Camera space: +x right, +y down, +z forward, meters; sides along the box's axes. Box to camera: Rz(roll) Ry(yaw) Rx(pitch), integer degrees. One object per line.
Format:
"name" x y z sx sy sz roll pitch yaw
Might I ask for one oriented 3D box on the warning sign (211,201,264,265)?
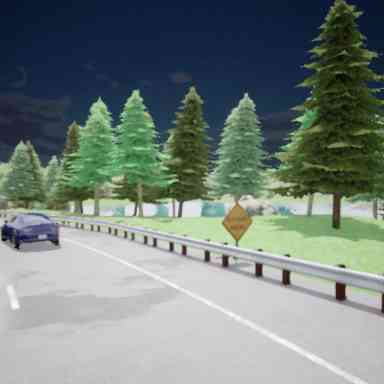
"warning sign" 1.437 1.240 10.640 1.300 1.860 1.060 0 -1 -32

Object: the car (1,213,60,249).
"car" -7.611 1.698 15.583 1.812 1.442 4.674 1 -1 -38
